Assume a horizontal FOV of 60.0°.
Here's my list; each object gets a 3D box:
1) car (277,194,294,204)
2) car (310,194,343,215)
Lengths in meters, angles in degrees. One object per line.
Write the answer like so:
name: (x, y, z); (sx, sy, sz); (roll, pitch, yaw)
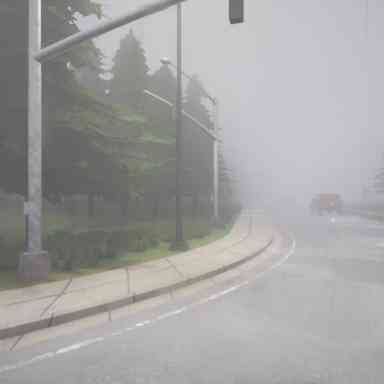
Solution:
car: (17.781, 1.351, 62.277); (2.097, 1.767, 4.553); (0, 0, 8)
car: (13.489, 1.221, 33.582); (2.150, 2.045, 5.566); (0, 0, 10)
